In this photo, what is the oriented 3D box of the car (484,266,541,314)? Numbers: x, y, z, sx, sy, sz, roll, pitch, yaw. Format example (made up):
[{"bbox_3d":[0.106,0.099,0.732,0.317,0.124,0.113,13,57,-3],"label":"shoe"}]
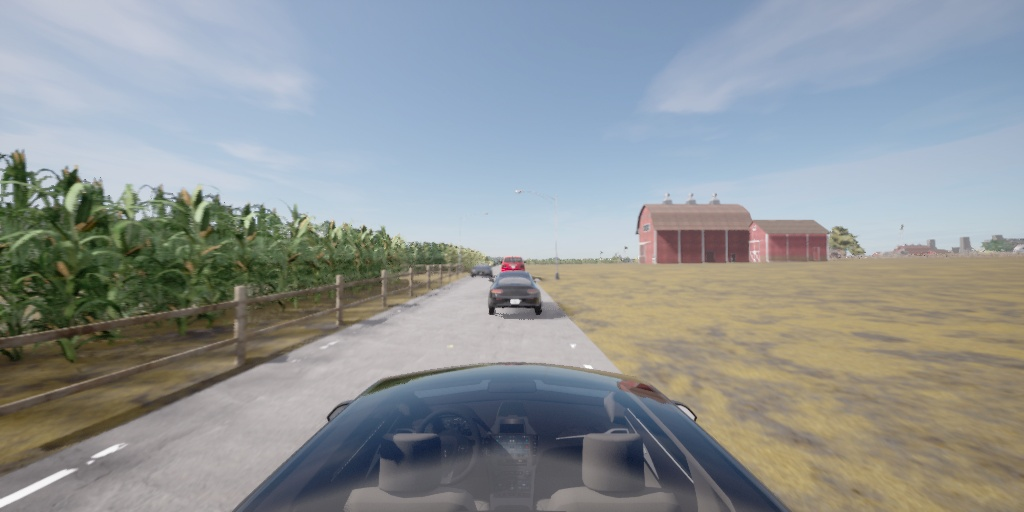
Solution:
[{"bbox_3d":[0.091,1.293,13.761,1.812,1.442,4.674,0,0,0],"label":"car"}]

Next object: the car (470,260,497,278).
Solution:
[{"bbox_3d":[-2.833,1.398,34.677,1.994,1.385,4.181,0,0,0],"label":"car"}]

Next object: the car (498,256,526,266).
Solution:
[{"bbox_3d":[0.109,1.051,33.333,2.150,2.045,5.566,0,0,0],"label":"car"}]
